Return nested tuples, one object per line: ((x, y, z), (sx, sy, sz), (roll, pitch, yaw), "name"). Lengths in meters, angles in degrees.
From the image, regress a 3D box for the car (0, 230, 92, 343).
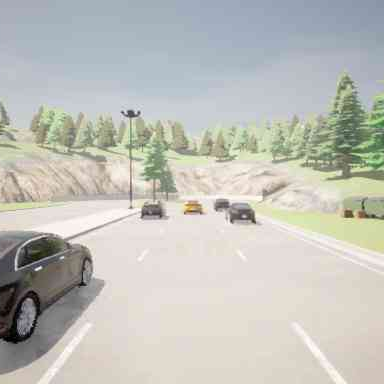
((-3.402, 1.505, 6.432), (1.837, 1.490, 4.892), (0, 0, 0), "car")

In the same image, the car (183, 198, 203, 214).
((0.097, 1.478, 34.685), (1.882, 1.535, 5.008), (0, 0, 0), "car")

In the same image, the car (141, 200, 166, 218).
((-3.399, 1.493, 29.750), (2.128, 1.511, 4.902), (0, 0, 0), "car")

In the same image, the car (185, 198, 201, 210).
((0.139, 1.547, 44.513), (2.033, 1.411, 5.357), (0, 0, 1), "car")

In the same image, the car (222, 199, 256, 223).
((3.601, 1.526, 25.094), (1.812, 1.442, 4.674), (0, 0, 0), "car")

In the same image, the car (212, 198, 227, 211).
((3.605, 1.504, 40.458), (1.837, 1.490, 4.892), (0, 0, 0), "car")
